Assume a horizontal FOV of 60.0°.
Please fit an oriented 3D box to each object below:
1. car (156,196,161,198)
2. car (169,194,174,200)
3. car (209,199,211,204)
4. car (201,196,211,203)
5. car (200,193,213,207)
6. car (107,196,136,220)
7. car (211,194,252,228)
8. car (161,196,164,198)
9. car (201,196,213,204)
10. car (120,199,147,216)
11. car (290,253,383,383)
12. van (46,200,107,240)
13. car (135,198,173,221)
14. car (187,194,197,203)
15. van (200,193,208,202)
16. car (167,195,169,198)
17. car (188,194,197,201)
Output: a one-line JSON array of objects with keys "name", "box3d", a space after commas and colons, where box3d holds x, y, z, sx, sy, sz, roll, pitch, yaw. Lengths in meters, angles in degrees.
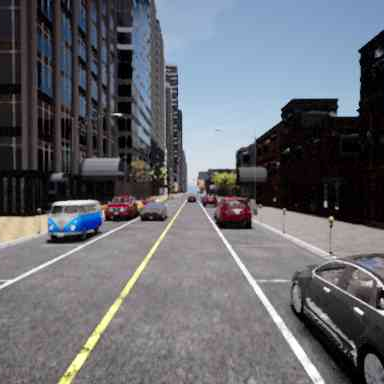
[{"name": "car", "box3d": [-5.695, 1.490, 44.160, 1.887, 1.381, 4.507, -1, 0, 0]}, {"name": "car", "box3d": [-5.691, 1.330, 88.440, 1.967, 1.590, 4.097, -1, 0, 0]}, {"name": "car", "box3d": [2.683, 1.491, 27.715, 1.752, 1.417, 4.829, -1, 0, 0]}, {"name": "car", "box3d": [2.689, 1.499, 66.286, 1.802, 1.307, 4.206, -1, 0, 0]}, {"name": "car", "box3d": [2.683, 1.253, 49.683, 2.192, 1.841, 5.009, -1, 0, 0]}, {"name": "car", "box3d": [-5.700, 1.281, 27.555, 2.192, 1.841, 5.009, -1, 0, 0]}, {"name": "car", "box3d": [2.679, 1.288, 22.010, 2.192, 1.841, 5.009, -1, 0, 0]}, {"name": "car", "box3d": [-5.694, 1.457, 55.060, 1.752, 1.417, 4.829, -1, 0, 0]}, {"name": "car", "box3d": [2.688, 1.490, 60.752, 1.947, 1.339, 4.313, -1, 0, 0]}, {"name": "car", "box3d": [-5.697, 1.485, 32.921, 1.752, 1.417, 4.829, -1, 0, 0]}, {"name": "car", "box3d": [2.692, 1.545, 4.671, 2.008, 1.369, 4.403, -1, 0, 0]}, {"name": "van", "box3d": [-5.702, 1.321, 16.486, 1.690, 1.788, 3.998, -1, 0, 0]}, {"name": "car", "box3d": [-3.009, 1.514, 27.232, 2.033, 1.411, 5.357, 0, 0, 0]}, {"name": "car", "box3d": [0.010, 1.412, 67.537, 1.837, 1.490, 4.892, 0, 0, 0]}, {"name": "van", "box3d": [2.687, 1.245, 77.355, 1.690, 1.788, 3.998, -1, 0, 0]}, {"name": "car", "box3d": [-5.693, 1.450, 60.595, 1.752, 1.417, 4.829, -1, 0, 0]}, {"name": "car", "box3d": [0.012, 1.271, 77.821, 2.033, 1.411, 5.357, 0, 0, 0]}]
